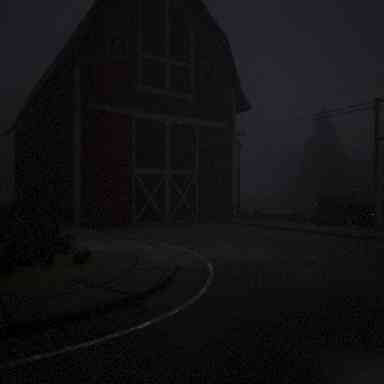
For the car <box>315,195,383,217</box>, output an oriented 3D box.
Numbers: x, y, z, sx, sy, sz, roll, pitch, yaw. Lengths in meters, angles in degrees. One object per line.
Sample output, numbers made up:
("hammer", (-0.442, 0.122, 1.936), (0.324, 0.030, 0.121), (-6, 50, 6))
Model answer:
("car", (13.053, 1.249, 27.771), (2.150, 2.045, 5.566), (0, 0, -34))
